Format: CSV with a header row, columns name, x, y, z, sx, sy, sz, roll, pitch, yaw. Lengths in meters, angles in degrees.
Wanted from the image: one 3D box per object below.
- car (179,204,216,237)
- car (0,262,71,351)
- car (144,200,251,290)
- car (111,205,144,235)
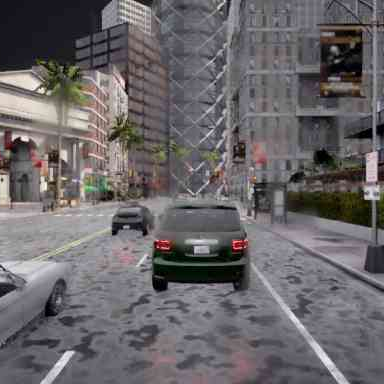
name,x,y,z,sx,sy,sz,roll,pitch,yaw
car,0.300,1.505,19.048,1.837,1.490,4.892,0,0,1
car,-3.327,1.601,4.507,1.895,1.301,4.718,0,0,0
car,0.200,1.221,9.188,2.150,2.045,5.566,0,0,0
car,-3.200,1.502,18.749,1.837,1.490,4.892,0,-1,1
